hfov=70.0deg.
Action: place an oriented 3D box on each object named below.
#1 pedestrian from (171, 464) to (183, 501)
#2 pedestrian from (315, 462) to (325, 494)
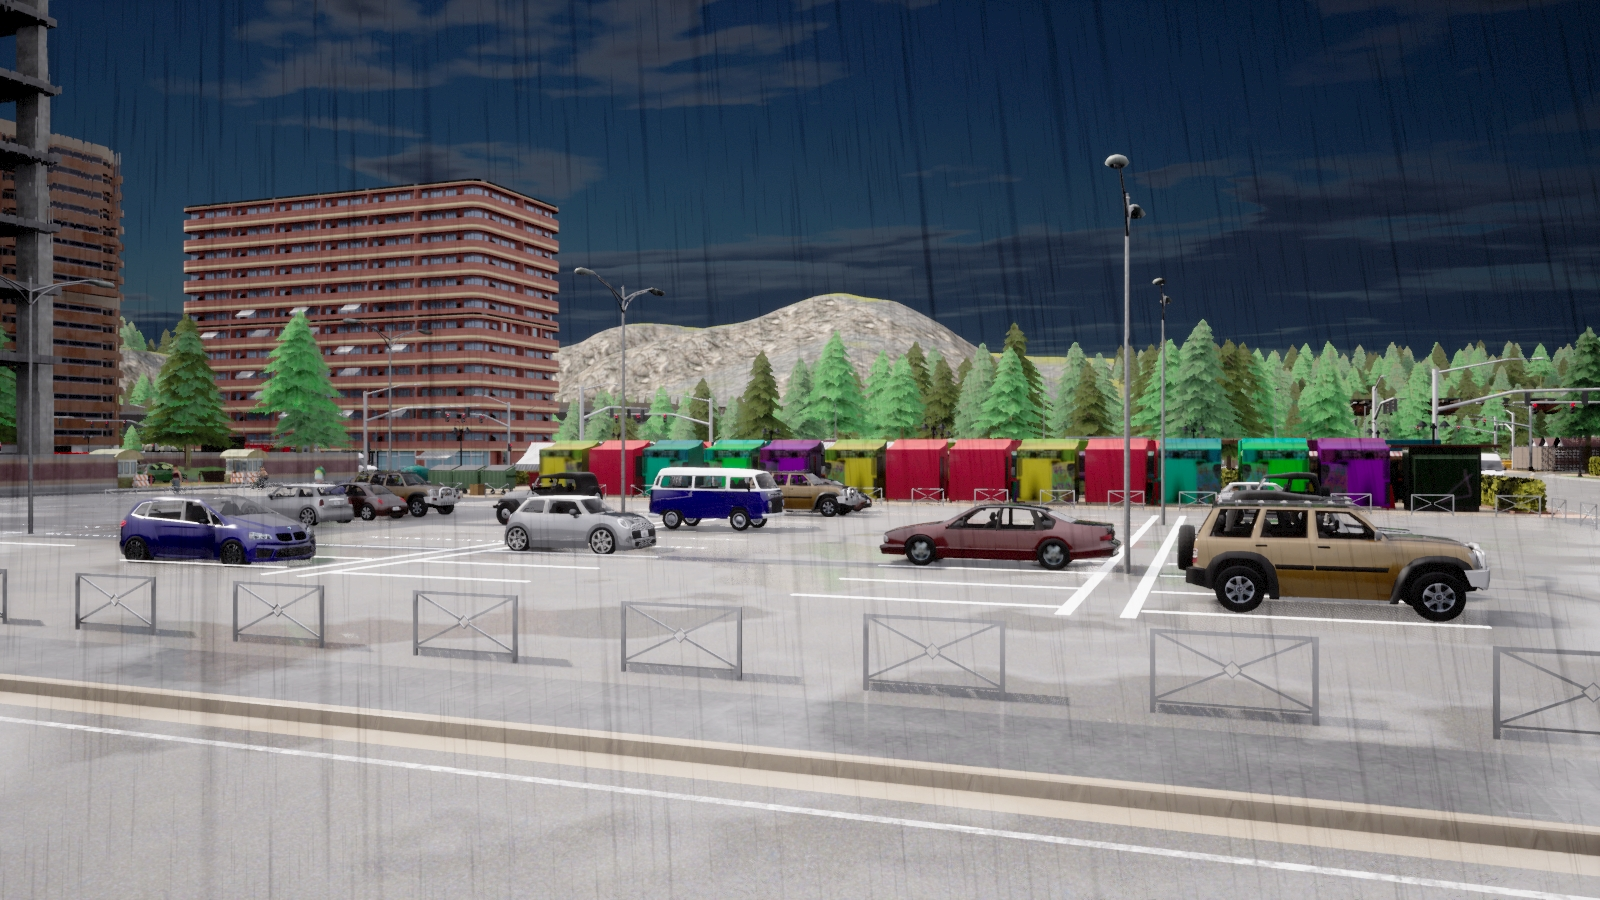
[{"bbox_3d":[-31.349,1.643,57.531,0.375,1.860,0.375,0,0,21],"label":"pedestrian"},{"bbox_3d":[-28.014,1.641,66.703,0.375,1.860,0.375,0,0,17],"label":"pedestrian"}]
